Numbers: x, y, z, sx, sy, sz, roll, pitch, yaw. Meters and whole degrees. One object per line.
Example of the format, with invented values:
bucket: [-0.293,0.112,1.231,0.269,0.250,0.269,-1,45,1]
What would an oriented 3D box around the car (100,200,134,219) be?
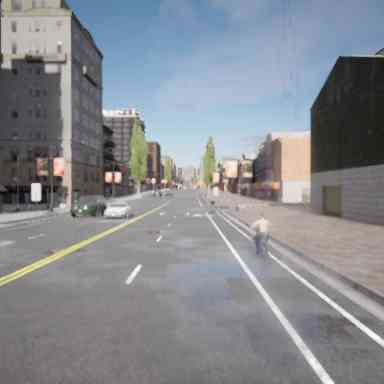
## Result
car: [-6.558,1.628,30.182,1.812,1.442,4.674,0,0,0]

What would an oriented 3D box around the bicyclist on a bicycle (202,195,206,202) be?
bicyclist on a bicycle: [2.456,1.344,69.759,0.866,1.612,1.509,0,1,-2]

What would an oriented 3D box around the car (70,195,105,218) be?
car: [-9.794,1.328,31.999,2.150,2.045,5.566,0,0,1]

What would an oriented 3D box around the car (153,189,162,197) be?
car: [-9.749,0.269,94.841,2.150,2.045,5.566,0,1,0]

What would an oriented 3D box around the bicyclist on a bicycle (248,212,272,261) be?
bicyclist on a bicycle: [2.417,1.496,11.610,0.866,1.612,1.509,0,0,-2]

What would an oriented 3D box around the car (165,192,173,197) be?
car: [-6.499,0.595,94.877,1.994,1.385,4.181,0,1,0]

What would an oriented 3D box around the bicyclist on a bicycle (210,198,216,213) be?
bicyclist on a bicycle: [2.271,1.478,36.414,0.659,1.776,1.843,0,0,0]
